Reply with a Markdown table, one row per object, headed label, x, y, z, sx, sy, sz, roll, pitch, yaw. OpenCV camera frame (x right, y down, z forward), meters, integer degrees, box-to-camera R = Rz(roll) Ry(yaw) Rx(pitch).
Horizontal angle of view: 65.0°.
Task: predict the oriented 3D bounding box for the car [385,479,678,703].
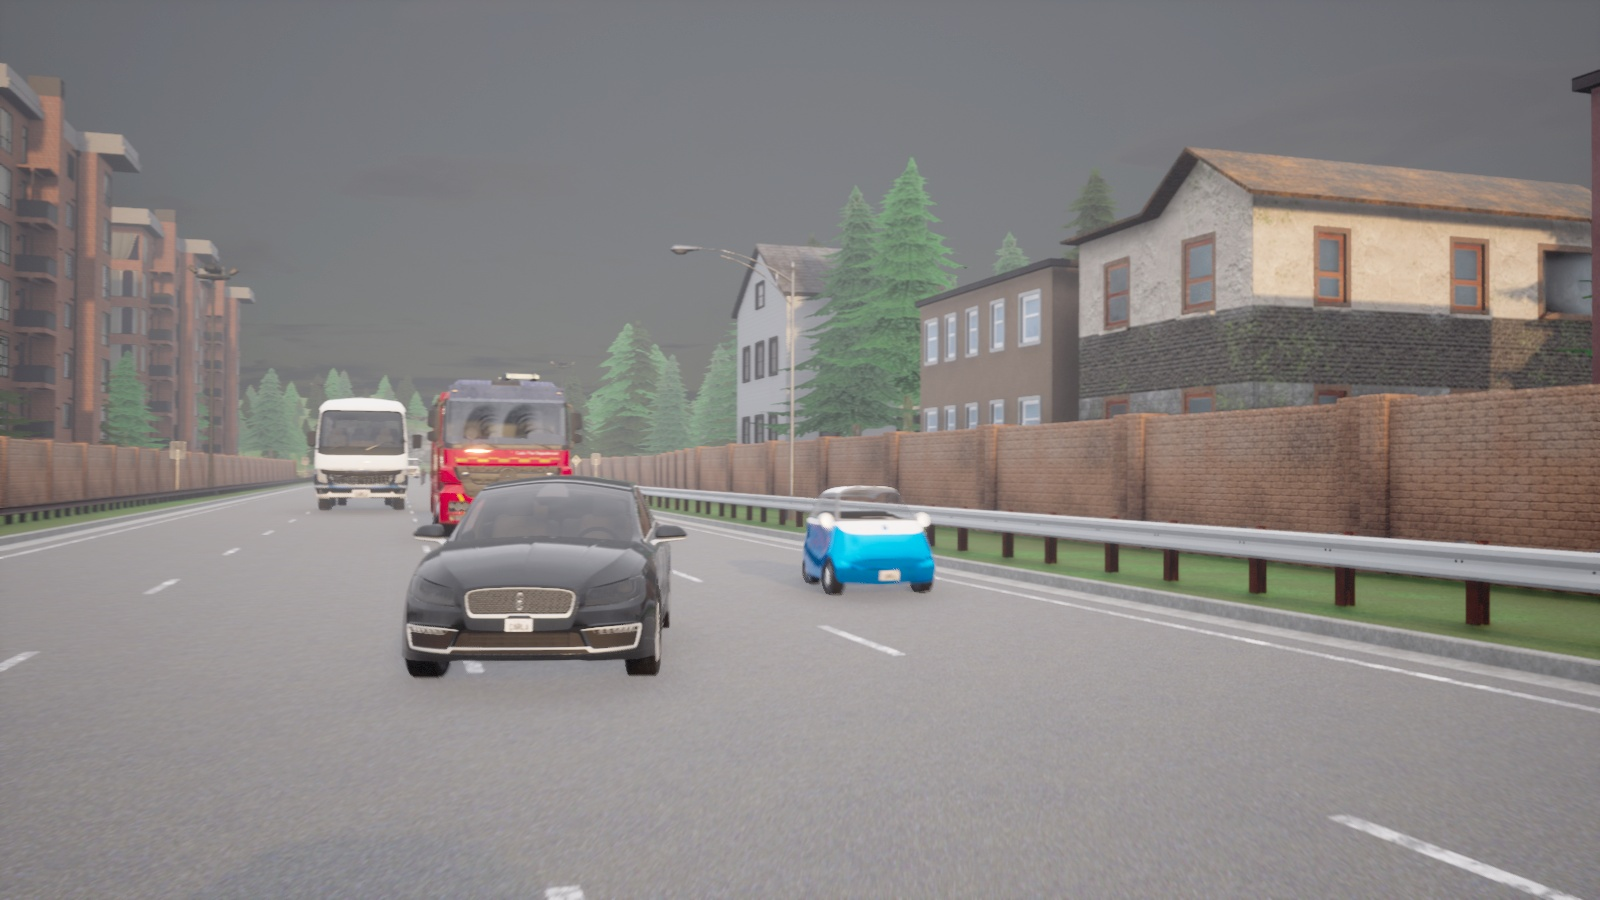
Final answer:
| label | x | y | z | sx | sy | sz | roll | pitch | yaw |
| --- | --- | --- | --- | --- | --- | --- | --- | --- | --- |
| car | -2.058 | 1.009 | 10.987 | 1.837 | 1.490 | 4.892 | 0 | -1 | -4 |

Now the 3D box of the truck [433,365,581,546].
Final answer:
| label | x | y | z | sx | sy | sz | roll | pitch | yaw |
| --- | --- | --- | --- | --- | --- | --- | --- | --- | --- |
| truck | -7.454 | 0.188 | 31.083 | 2.891 | 3.827 | 8.468 | 0 | -1 | -18 |

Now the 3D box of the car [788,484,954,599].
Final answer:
| label | x | y | z | sx | sy | sz | roll | pitch | yaw |
| --- | --- | --- | --- | --- | --- | --- | --- | --- | --- |
| car | 0.877 | 1.145 | 16.541 | 1.481 | 1.376 | 2.207 | 0 | -1 | -18 |

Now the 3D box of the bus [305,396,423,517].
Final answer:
| label | x | y | z | sx | sy | sz | roll | pitch | yaw |
| --- | --- | --- | --- | --- | --- | --- | --- | --- | --- |
| bus | -17.115 | 0.311 | 49.764 | 3.944 | 4.253 | 10.273 | 0 | -1 | -18 |
